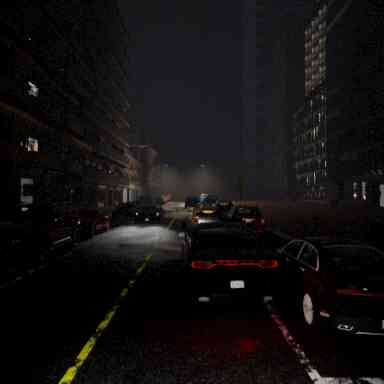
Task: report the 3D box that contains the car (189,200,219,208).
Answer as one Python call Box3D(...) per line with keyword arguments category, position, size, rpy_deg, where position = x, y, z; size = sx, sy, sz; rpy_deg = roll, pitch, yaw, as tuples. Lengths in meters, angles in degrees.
Box3D(category="car", position=(0.884, 1.460, 18.539), size=(1.801, 1.575, 5.366), rpy_deg=(0, 0, 0))

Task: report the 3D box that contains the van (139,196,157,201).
Box3D(category="van", position=(-5.668, 1.352, 40.084), size=(1.690, 1.788, 3.998), rpy_deg=(1, 0, 0))

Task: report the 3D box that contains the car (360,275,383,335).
Box3D(category="car", position=(2.701, 1.551, 1.094), size=(2.008, 1.369, 4.403), rpy_deg=(1, 0, 0))

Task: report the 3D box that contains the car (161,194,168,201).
Box3D(category="car", position=(-5.667, 1.568, 56.791), size=(2.008, 1.369, 4.403), rpy_deg=(1, 0, 0))

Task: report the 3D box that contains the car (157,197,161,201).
Box3D(category="car", position=(-5.669, 1.538, 45.483), size=(1.752, 1.417, 4.829), rpy_deg=(1, 0, 0))

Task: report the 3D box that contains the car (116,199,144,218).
Box3D(category="car", position=(-5.673, 1.573, 28.944), size=(1.947, 1.339, 4.313), rpy_deg=(1, 0, 0))

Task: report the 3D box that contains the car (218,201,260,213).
Box3D(category="car", position=(2.706, 1.444, 17.801), size=(1.967, 1.590, 4.097), rpy_deg=(1, 0, 0))

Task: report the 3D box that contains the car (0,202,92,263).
Box3D(category="car", position=(-5.673, 1.318, 12.234), size=(2.192, 1.841, 5.009), rpy_deg=(1, 0, 0))

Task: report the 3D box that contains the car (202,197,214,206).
Box3D(category="car", position=(2.712, 1.599, 56.789), size=(1.802, 1.307, 4.206), rpy_deg=(1, 0, 0))

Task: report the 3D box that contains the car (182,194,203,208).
Box3D(category="car", position=(0.047, 1.365, 46.213), size=(2.097, 1.767, 4.553), rpy_deg=(0, 0, 0))

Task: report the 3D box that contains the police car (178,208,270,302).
Box3D(category="police car", position=(0.686, 1.426, 8.445), size=(1.930, 1.638, 5.238), rpy_deg=(0, 0, -2))

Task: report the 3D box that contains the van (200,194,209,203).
Box3D(category="van", position=(2.719, 1.366, 73.499), size=(1.690, 1.788, 3.998), rpy_deg=(1, 0, 0))

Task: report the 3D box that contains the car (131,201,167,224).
Box3D(category="car", position=(-3.094, 1.606, 25.175), size=(1.895, 1.301, 4.718), rpy_deg=(0, 0, 0))

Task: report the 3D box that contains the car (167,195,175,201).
Box3D(category="car", position=(-5.661, 1.579, 90.210), size=(1.887, 1.381, 4.507), rpy_deg=(1, 0, 0))

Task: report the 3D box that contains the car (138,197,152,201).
Box3D(category="car", position=(-5.672, 1.560, 34.513), size=(2.008, 1.369, 4.403), rpy_deg=(1, 0, 0))

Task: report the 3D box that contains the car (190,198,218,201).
Box3D(category="car", position=(0.905, 1.461, 24.539), size=(1.801, 1.575, 5.366), rpy_deg=(0, 0, 0))

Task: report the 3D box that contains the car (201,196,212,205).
Box3D(category="car", position=(2.714, 1.545, 62.528), size=(1.752, 1.417, 4.829), rpy_deg=(1, 0, 0))

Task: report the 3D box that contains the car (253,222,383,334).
Box3D(category="car", position=(2.702, 1.552, 6.662), size=(2.008, 1.369, 4.403), rpy_deg=(1, 0, 0))

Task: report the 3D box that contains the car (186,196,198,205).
Box3D(category="car", position=(0.012, 1.509, 58.632), size=(2.128, 1.511, 4.902), rpy_deg=(0, 0, 0))

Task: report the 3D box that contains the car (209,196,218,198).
Box3D(category="car", position=(2.709, 1.447, 28.941), size=(1.967, 1.590, 4.097), rpy_deg=(1, 0, 0))

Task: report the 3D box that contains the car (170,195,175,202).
Box3D(category="car", position=(-5.661, 1.340, 73.501), size=(2.192, 1.841, 5.009), rpy_deg=(1, 0, 0))

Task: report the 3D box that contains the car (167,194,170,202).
Box3D(category="car", position=(-5.666, 1.545, 62.192), size=(1.752, 1.417, 4.829), rpy_deg=(1, 0, 0))

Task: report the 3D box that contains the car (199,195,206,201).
Box3D(category="car", position=(2.720, 1.560, 90.377), size=(1.752, 1.417, 4.829), rpy_deg=(1, 0, 0))

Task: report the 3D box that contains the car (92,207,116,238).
Box3D(category="car", position=(-5.676, 1.548, 17.804), size=(1.887, 1.381, 4.507), rpy_deg=(1, 0, 0))

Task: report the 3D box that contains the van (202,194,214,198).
Box3D(category="van", position=(2.714, 1.354, 45.651), size=(1.690, 1.788, 3.998), rpy_deg=(1, 0, 0))
